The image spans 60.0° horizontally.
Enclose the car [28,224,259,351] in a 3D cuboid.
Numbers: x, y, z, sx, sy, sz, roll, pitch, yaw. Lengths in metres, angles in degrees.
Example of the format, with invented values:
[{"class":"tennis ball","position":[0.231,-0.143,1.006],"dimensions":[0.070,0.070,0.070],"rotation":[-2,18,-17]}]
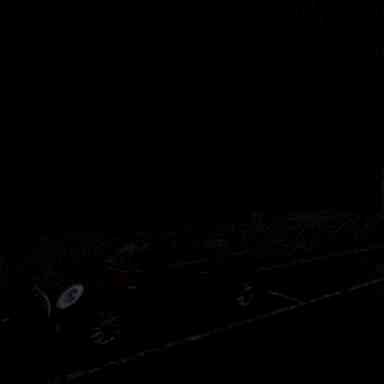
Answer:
[{"class":"car","position":[-0.739,1.442,6.125],"dimensions":[4.097,1.590,1.967],"rotation":[0,0,-36]}]
